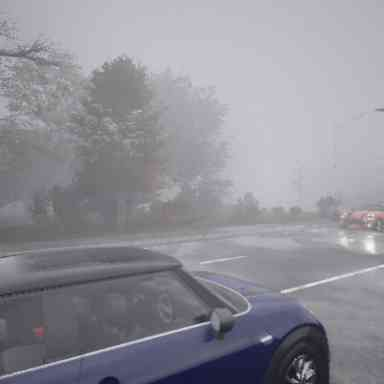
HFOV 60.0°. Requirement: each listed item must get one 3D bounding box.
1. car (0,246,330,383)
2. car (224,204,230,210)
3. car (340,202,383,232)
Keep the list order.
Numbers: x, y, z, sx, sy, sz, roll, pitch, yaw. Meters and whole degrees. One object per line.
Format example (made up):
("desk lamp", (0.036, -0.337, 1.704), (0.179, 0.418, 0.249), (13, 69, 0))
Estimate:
("car", (-0.675, 1.352, 3.269), (4.553, 1.767, 2.097), (0, 0, -35))
("car", (7.826, 2.837, 61.384), (1.837, 1.490, 4.892), (0, -3, -32))
("car", (11.143, 1.405, 20.418), (4.553, 1.767, 2.097), (0, 0, -34))
